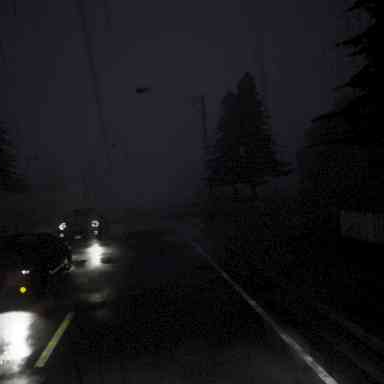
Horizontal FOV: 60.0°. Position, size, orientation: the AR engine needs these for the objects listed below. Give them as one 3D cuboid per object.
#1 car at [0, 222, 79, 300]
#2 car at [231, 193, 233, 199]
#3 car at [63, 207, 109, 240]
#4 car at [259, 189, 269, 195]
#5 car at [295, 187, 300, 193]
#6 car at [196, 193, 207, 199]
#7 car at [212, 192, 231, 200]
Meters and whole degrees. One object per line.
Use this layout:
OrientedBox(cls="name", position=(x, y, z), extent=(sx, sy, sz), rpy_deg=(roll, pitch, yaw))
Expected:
OrientedBox(cls="car", position=(-4.604, 1.827, 8.961), extent=(1.994, 1.385, 4.181), rpy_deg=(-4, 0, -8))
OrientedBox(cls="car", position=(7.474, 0.747, 70.788), extent=(1.970, 1.475, 3.806), rpy_deg=(-4, 0, -8))
OrientedBox(cls="car", position=(-5.970, 1.676, 18.686), extent=(2.097, 1.767, 4.553), rpy_deg=(-4, 0, -8))
OrientedBox(cls="car", position=(17.918, 0.004, 83.239), extent=(1.845, 1.501, 3.633), rpy_deg=(-4, 0, -8))
OrientedBox(cls="car", position=(27.812, -0.635, 84.490), extent=(2.007, 1.523, 4.514), rpy_deg=(-4, 0, -8))
OrientedBox(cls="car", position=(2.106, 0.992, 88.858), extent=(2.007, 1.523, 4.514), rpy_deg=(-4, 0, -8))
OrientedBox(cls="car", position=(5.484, 0.879, 63.044), extent=(1.845, 1.501, 3.633), rpy_deg=(-4, 0, -8))
